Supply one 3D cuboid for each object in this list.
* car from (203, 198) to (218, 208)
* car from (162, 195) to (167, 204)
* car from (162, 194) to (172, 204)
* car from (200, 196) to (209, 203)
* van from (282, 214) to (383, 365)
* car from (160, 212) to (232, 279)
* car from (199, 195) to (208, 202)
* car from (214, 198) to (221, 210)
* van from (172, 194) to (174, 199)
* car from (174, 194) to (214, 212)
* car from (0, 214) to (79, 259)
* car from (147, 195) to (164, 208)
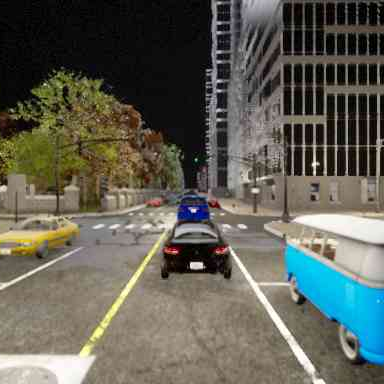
[{"bbox_3d":[2.696,1.642,49.367,1.947,1.339,4.313,0,0,0],"label":"car"},{"bbox_3d":[-5.684,1.636,55.047,2.008,1.369,4.403,0,0,0],"label":"car"},{"bbox_3d":[-5.683,1.416,66.414,2.192,1.841,5.009,0,0,0],"label":"car"},{"bbox_3d":[2.698,1.673,72.091,1.947,1.339,4.313,0,0,0],"label":"car"},{"bbox_3d":[2.776,1.350,5.561,1.690,1.788,3.998,0,0,0],"label":"van"},{"bbox_3d":[0.106,1.542,9.981,1.812,1.442,4.674,0,0,0],"label":"car"},{"bbox_3d":[2.699,1.551,77.772,1.967,1.590,4.097,0,0,0],"label":"car"},{"bbox_3d":[2.696,1.508,43.686,1.967,1.590,4.097,0,0,0],"label":"car"},{"bbox_3d":[-5.680,1.455,94.830,1.690,1.788,3.998,0,0,0],"label":"van"},{"bbox_3d":[0.102,1.260,23.251,2.150,2.045,5.566,0,0,0],"label":"car"},{"bbox_3d":[-5.816,1.545,12.794,1.752,1.417,4.829,0,0,0],"label":"car"},{"bbox_3d":[-5.685,1.621,49.364,1.887,1.381,4.507,0,0,0],"label":"car"}]
